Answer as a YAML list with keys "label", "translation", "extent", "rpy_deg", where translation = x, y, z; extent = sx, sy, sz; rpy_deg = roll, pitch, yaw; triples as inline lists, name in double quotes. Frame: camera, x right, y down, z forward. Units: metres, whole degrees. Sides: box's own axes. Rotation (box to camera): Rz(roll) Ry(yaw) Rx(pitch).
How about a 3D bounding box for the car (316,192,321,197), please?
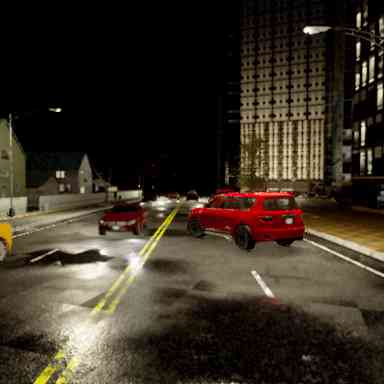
- label: "car"
  translation: [31.115, 0.622, 86.362]
  extent: [4.403, 1.369, 2.008]
  rpy_deg: [1, 2, 20]

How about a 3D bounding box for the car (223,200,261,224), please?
- label: "car"
  translation: [3.269, 1.291, 22.599]
  extent: [1.895, 1.301, 4.718]
  rpy_deg: [0, 1, 0]

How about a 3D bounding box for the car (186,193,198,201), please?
- label: "car"
  translation: [0.069, 0.822, 56.300]
  extent: [1.994, 1.385, 4.181]
  rpy_deg: [0, 1, 1]

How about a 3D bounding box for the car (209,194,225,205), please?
- label: "car"
  translation: [3.286, 1.005, 44.605]
  extent: [1.895, 1.301, 4.718]
  rpy_deg: [0, 1, 0]

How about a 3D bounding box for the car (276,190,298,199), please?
- label: "car"
  translation: [23.077, 0.611, 80.913]
  extent: [5.009, 1.841, 2.192]
  rpy_deg: [1, 2, 20]

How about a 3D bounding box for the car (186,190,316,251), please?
- label: "car"
  translation: [1.924, 1.033, 13.509]
  extent: [2.150, 2.045, 5.566]
  rpy_deg: [0, 1, -30]

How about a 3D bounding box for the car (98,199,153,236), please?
- label: "car"
  translation: [-3.348, 1.289, 17.009]
  extent: [1.812, 1.442, 4.674]
  rpy_deg: [0, 1, 0]

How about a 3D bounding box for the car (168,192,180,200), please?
- label: "car"
  translation: [-3.254, 0.691, 59.805]
  extent: [1.882, 1.535, 5.008]
  rpy_deg: [0, 1, 1]

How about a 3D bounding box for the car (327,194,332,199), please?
- label: "car"
  translation: [33.720, 0.979, 77.017]
  extent: [4.507, 1.381, 1.887]
  rpy_deg: [1, 2, 20]

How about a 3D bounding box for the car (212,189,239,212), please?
- label: "car"
  translation: [3.277, 0.767, 33.597]
  extent: [2.150, 2.045, 5.566]
  rpy_deg: [0, 1, 0]

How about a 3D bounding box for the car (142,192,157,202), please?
- label: "car"
  translation: [-6.537, 0.789, 51.845]
  extent: [1.882, 1.535, 5.008]
  rpy_deg: [0, 1, 0]

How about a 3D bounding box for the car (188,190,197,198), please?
- label: "car"
  translation: [0.061, 0.374, 76.073]
  extent: [2.097, 1.767, 4.553]
  rpy_deg: [0, 1, 0]

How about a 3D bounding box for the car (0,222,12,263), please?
- label: "car"
  translation: [-6.593, 1.358, 8.395]
  extent: [1.882, 1.535, 5.008]
  rpy_deg: [0, 1, 0]
